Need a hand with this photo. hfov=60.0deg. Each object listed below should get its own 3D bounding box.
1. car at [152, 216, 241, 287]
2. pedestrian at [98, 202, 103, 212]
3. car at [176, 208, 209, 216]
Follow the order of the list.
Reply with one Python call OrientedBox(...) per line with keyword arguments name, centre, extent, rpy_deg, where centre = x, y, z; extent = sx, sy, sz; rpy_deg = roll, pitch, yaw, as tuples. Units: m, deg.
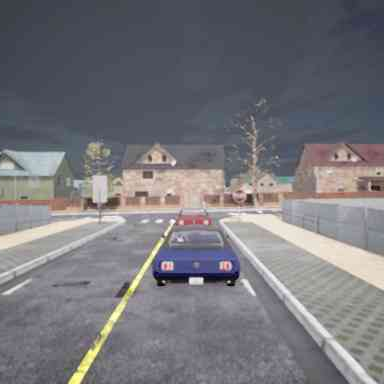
OrientedBox(name="car", centre=(0.096, 1.558, 9.148), extent=(1.895, 1.301, 4.718), rpy_deg=(0, 0, 0))
OrientedBox(name="pedestrian", centre=(-9.629, 1.118, 34.776), extent=(0.375, 1.860, 0.375), rpy_deg=(0, 2, 0))
OrientedBox(name="car", centre=(0.055, 1.522, 18.603), extent=(1.895, 1.301, 4.718), rpy_deg=(0, 0, -1))
